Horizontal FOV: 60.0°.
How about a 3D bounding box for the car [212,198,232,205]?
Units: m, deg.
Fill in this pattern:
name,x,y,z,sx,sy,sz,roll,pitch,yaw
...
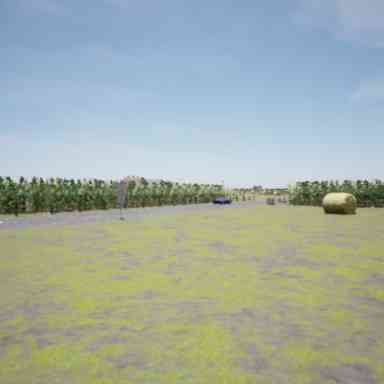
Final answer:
name,x,y,z,sx,sy,sz,roll,pitch,yaw
car,5.512,1.672,60.217,1.895,1.301,4.718,0,0,31
